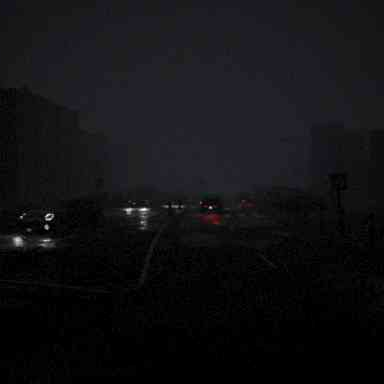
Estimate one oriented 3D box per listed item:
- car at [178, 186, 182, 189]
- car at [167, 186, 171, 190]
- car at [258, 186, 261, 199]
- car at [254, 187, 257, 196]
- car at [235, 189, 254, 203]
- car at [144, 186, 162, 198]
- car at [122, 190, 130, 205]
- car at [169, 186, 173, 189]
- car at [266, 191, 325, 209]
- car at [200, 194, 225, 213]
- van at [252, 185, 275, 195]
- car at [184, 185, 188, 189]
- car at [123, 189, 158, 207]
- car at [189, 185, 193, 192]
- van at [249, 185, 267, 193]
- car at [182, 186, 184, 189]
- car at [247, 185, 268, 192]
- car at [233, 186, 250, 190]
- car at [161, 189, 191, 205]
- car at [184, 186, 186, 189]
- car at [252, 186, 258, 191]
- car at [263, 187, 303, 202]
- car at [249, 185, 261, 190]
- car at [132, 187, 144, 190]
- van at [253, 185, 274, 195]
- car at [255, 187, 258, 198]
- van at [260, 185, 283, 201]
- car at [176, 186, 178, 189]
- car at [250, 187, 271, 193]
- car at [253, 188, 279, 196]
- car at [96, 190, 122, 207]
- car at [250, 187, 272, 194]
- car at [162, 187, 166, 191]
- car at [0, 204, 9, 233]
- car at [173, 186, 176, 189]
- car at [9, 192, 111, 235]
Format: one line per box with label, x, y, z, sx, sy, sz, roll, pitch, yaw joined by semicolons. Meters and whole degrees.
car;-5.352;-0.082;70.218;4.892;1.521;2.231;0;1;8
car;-6.860;0.206;59.297;5.008;1.535;2.097;0;2;8
car;11.403;0.395;43.789;4.553;1.767;2.185;0;2;8
car;12.137;0.367;49.300;4.892;1.521;2.231;0;2;8
car;6.581;0.698;42.761;1.895;1.301;4.718;0;2;8
car;-8.007;0.180;51.101;5.566;2.045;2.435;0;2;8
car;-9.472;0.762;40.177;4.674;1.452;2.002;0;1;8
car;-6.512;0.006;62.028;4.553;1.767;2.185;0;2;8
car;9.463;0.888;30.155;4.792;1.488;2.163;0;1;8
car;1.779;0.943;29.170;1.837;1.490;4.892;0;1;7
van;14.669;-0.389;68.577;4.442;1.987;1.878;0;1;8
car;-4.230;-0.288;78.409;4.892;1.521;2.231;0;1;8
car;-5.470;0.808;35.890;1.837;1.490;4.892;0;2;8
car;-3.297;-0.488;86.629;5.366;1.575;1.946;0;1;8
van;16.945;-0.798;85.088;4.442;1.987;1.878;0;1;8
car;-4.978;-0.153;72.949;4.892;1.521;2.231;0;1;8
car;17.791;-0.952;90.580;5.566;2.045;2.435;0;1;8
car;7.918;0.281;53.220;1.882;1.535;5.008;0;2;8
car;-1.825;0.745;40.280;2.033;1.411;5.357;0;1;8
car;-4.604;-0.221;75.680;4.892;1.521;2.231;0;1;8
car;13.073;0.207;54.780;5.366;1.575;1.946;0;2;8
car;10.264;0.612;35.526;4.553;1.767;2.185;0;1;8
car;13.256;-0.120;57.678;5.566;2.045;2.435;0;2;8
car;-9.070;0.527;42.900;4.553;1.767;2.185;0;1;8
van;15.280;-0.460;71.295;4.442;1.987;1.878;0;1;8
car;11.764;0.440;46.673;5.008;1.535;2.097;0;2;8
van;10.514;0.442;38.424;4.442;1.987;1.878;0;1;8
car;-5.702;-0.139;67.481;4.553;1.767;2.185;0;1;8
car;16.297;-0.439;79.574;4.892;1.521;2.231;0;1;8
car;14.025;0.024;63.063;4.674;1.452;2.002;0;1;8
car;-10.193;0.729;34.703;4.553;1.767;2.185;0;1;8
car;15.894;-0.343;76.827;4.792;1.488;2.163;0;1;8
car;-7.419;0.352;53.809;5.366;1.575;1.946;0;2;8
car;-9.419;1.301;17.882;1.994;1.385;4.181;0;1;22
car;-6.138;-0.067;64.758;4.553;1.767;2.185;0;1;8
car;-6.547;1.087;17.122;2.097;1.767;4.553;0;1;21
